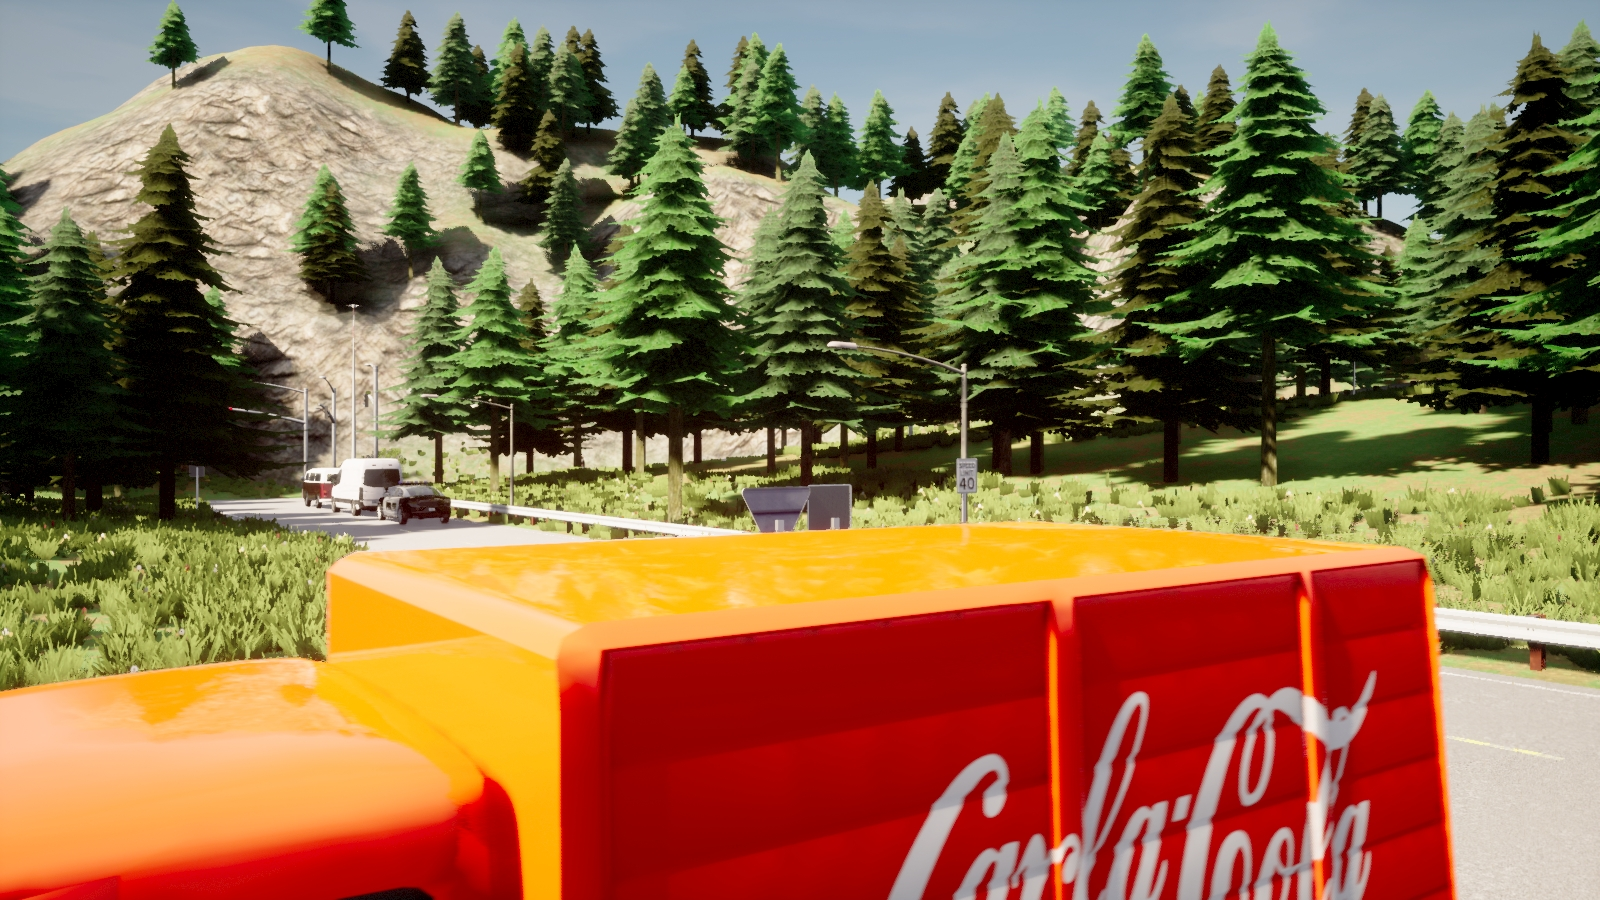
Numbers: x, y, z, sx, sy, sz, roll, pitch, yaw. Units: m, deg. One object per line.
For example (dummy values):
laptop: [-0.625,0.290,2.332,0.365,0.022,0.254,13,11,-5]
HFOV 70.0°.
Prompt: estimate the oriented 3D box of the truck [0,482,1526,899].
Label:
truck: [-0.389,1.422,3.559,5.204,2.467,2.627,0,0,-34]

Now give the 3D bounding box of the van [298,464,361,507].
van: [-24.143,1.782,58.581,2.069,2.038,4.480,0,0,-35]

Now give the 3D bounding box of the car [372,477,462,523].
car: [-15.723,1.982,46.760,2.097,1.638,5.238,0,0,-35]

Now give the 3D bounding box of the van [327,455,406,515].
van: [-20.079,1.534,52.765,1.988,2.561,5.915,0,0,-35]
